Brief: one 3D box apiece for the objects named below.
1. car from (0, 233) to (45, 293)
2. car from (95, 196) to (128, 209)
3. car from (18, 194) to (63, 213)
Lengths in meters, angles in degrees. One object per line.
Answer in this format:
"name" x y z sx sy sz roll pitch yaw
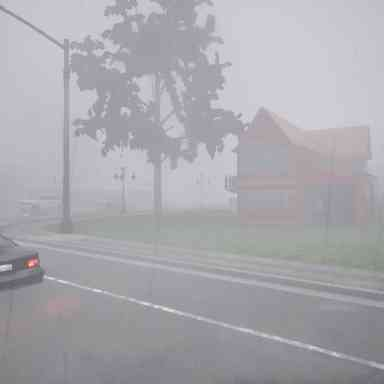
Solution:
"car" -5.736 1.547 8.025 5.357 1.411 2.033 0 0 36
"car" -11.085 1.352 45.854 2.097 1.767 4.553 0 0 34
"car" -16.632 1.222 37.618 2.150 2.045 5.566 0 0 33
